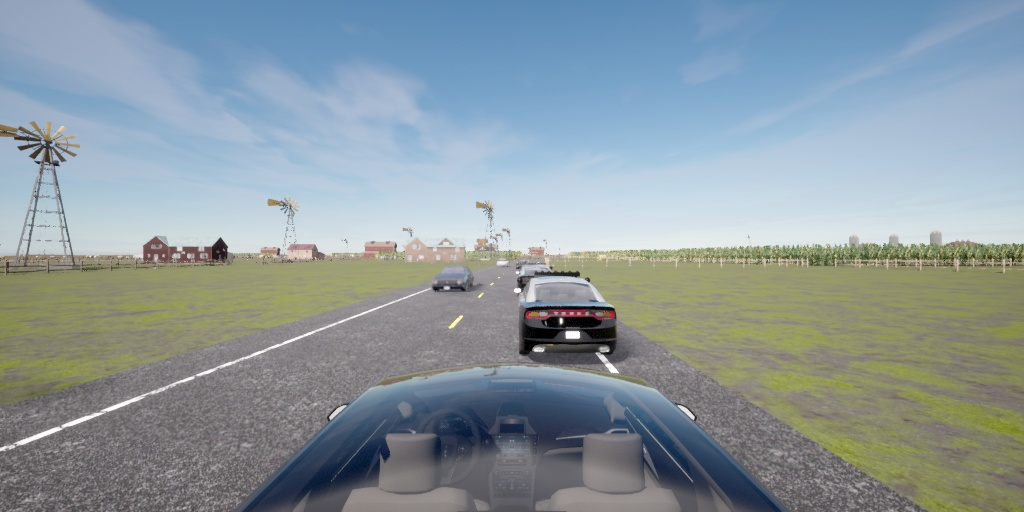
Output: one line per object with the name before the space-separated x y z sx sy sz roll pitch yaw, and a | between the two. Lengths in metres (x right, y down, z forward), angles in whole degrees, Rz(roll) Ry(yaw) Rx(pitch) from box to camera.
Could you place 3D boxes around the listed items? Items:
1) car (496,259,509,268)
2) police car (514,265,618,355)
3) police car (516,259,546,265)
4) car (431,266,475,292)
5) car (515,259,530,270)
car | -1.576 1.235 61.535 1.812 1.442 4.674 0 0 4
police car | 1.086 1.176 8.850 1.930 1.638 5.238 0 0 1
police car | 1.230 1.173 18.820 1.930 1.638 5.238 0 0 1
car | -3.356 1.295 21.477 2.033 1.411 5.357 0 0 1
car | 1.607 1.209 53.957 2.128 1.511 4.902 0 0 4
